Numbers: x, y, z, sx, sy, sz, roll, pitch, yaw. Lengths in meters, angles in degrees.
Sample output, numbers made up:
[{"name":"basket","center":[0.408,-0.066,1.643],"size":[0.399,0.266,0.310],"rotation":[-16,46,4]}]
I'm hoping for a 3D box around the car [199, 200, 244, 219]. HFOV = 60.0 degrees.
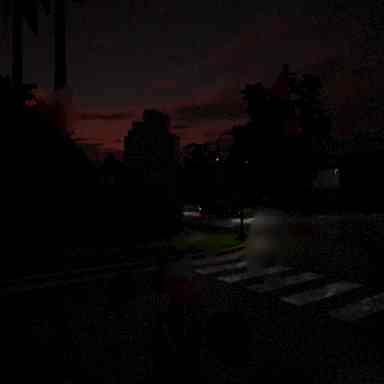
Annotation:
[{"name":"car","center":[2.599,1.553,30.208],"size":[1.837,1.490,4.892],"rotation":[0,0,-36]}]
